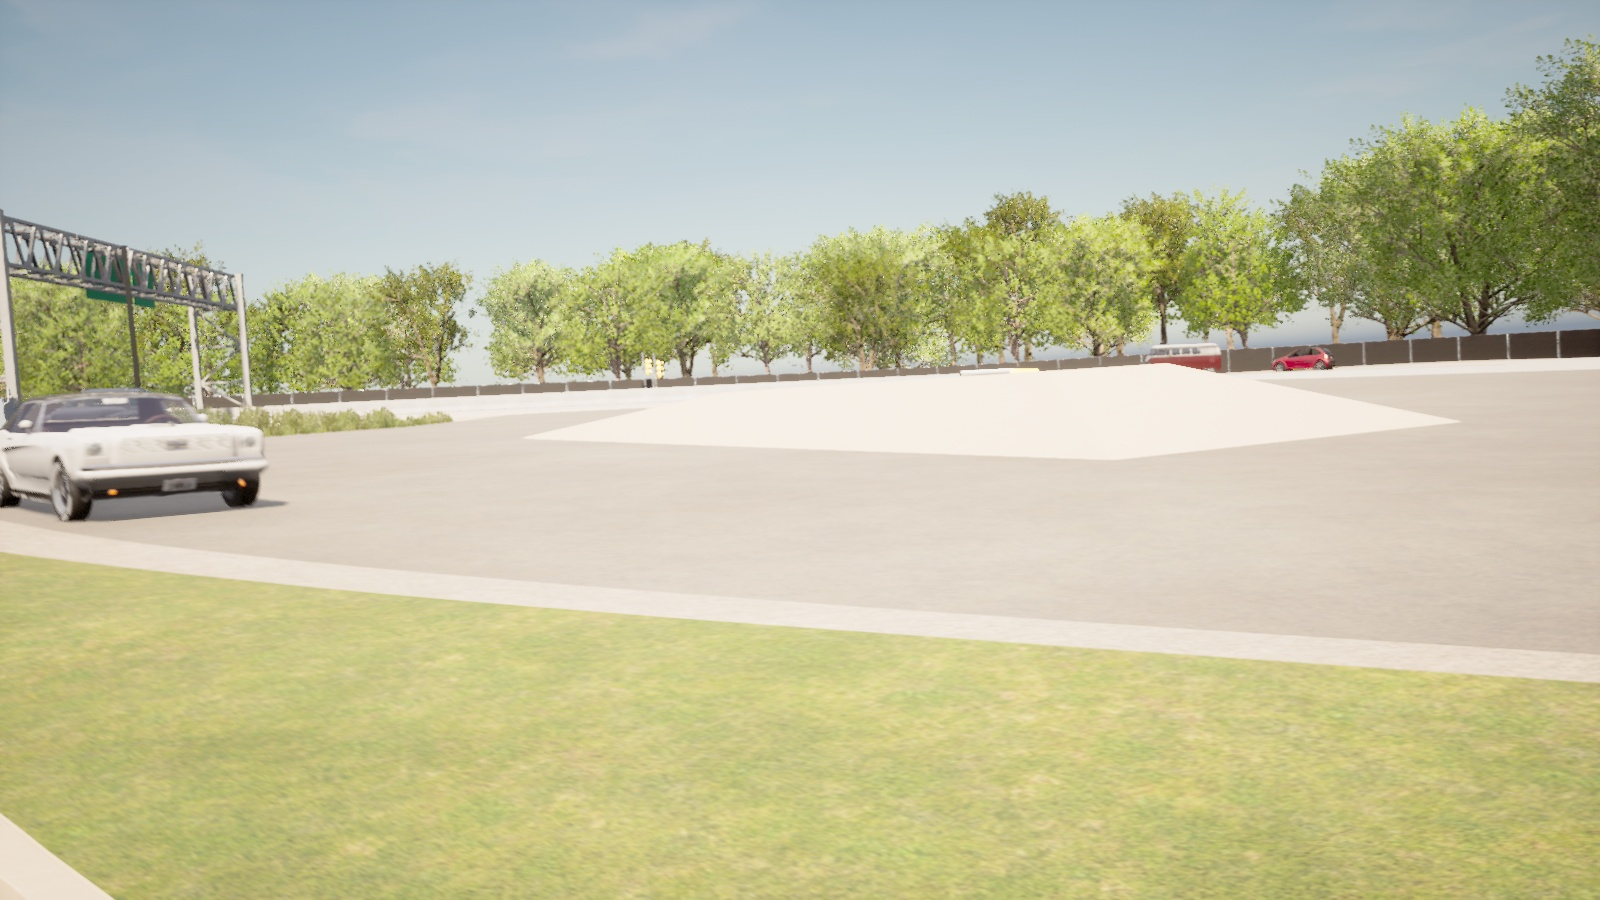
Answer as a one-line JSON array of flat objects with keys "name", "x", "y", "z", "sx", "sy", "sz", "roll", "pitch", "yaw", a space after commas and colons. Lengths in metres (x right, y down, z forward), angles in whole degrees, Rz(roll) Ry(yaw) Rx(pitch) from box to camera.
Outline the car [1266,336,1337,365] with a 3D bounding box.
[{"name": "car", "x": 34.189, "y": -6.796, "z": 85.662, "sx": 3.988, "sy": 1.617, "sz": 1.851, "roll": -2, "pitch": 5, "yaw": 40}]

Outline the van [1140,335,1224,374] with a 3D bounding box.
[{"name": "van", "x": 22.407, "y": -5.602, "z": 73.811, "sx": 4.442, "sy": 1.987, "sz": 1.775, "roll": -3, "pitch": 4, "yaw": 10}]

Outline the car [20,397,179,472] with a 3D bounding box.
[{"name": "car", "x": -17.638, "y": -0.459, "z": 31.925, "sx": 2.033, "sy": 1.649, "sz": 4.856, "roll": -3, "pitch": 3, "yaw": -11}]

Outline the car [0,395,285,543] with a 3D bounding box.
[{"name": "car", "x": -7.670, "y": 0.146, "z": 14.060, "sx": 1.895, "sy": 1.301, "sz": 4.718, "roll": -6, "pitch": 4, "yaw": -43}]
